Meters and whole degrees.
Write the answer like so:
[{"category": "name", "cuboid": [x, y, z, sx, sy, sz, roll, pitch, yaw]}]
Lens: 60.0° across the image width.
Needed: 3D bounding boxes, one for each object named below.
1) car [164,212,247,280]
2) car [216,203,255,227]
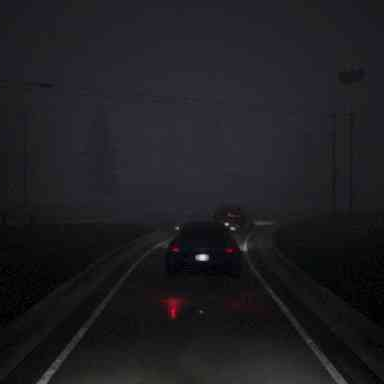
[{"category": "car", "cuboid": [0.376, 1.521, 9.931, 1.994, 1.385, 4.181, 0, 0, 4]}, {"category": "car", "cuboid": [2.573, 1.420, 19.947, 1.837, 1.490, 4.892, 0, 1, 19]}]
